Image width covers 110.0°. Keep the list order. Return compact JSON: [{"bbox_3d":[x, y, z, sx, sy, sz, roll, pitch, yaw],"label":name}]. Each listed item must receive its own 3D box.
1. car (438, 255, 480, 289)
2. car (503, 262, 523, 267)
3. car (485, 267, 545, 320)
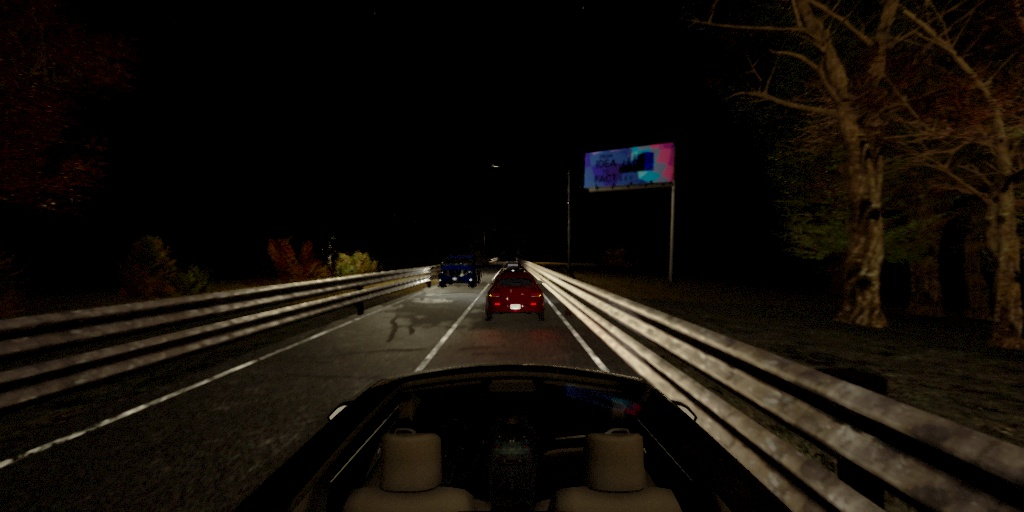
[{"bbox_3d":[-3.342,0.963,23.734,2.150,2.045,5.566,0,0,0],"label":"car"},{"bbox_3d":[0.089,1.303,34.730,1.994,1.385,4.181,0,0,0],"label":"car"},{"bbox_3d":[0.097,1.272,12.470,1.812,1.442,4.674,0,0,0],"label":"car"}]
